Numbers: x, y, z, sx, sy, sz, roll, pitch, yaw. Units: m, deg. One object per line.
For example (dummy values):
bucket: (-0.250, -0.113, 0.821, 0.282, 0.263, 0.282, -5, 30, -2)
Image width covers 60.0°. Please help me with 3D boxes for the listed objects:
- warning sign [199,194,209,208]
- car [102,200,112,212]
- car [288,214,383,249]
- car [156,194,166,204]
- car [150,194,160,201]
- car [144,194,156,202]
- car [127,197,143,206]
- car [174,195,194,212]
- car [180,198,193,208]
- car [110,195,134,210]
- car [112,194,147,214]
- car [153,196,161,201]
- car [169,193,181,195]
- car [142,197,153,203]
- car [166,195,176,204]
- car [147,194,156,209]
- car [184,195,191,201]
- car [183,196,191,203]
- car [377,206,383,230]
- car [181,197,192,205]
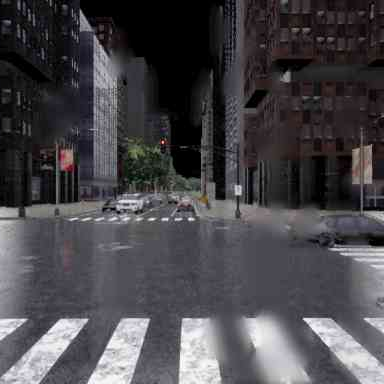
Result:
warning sign: (1.551, 1.131, 42.744, 1.300, 1.860, 1.060, 0, 0, -1)
car: (-9.250, 1.574, 38.974, 1.947, 1.339, 4.313, 0, 0, -1)
car: (6.956, 1.676, 14.311, 5.357, 1.411, 2.033, 1, 0, 7)
car: (-6.762, 1.419, 64.389, 2.097, 1.767, 4.553, 0, 0, 0)
car: (-9.715, 1.449, 87.806, 2.192, 1.841, 5.009, 0, 0, -1)
car: (-9.612, 1.417, 76.955, 2.192, 1.841, 5.009, 0, 0, -1)
car: (-9.403, 1.570, 55.081, 1.752, 1.417, 4.829, 0, 0, -1)
car: (-0.725, 1.448, 39.052, 1.967, 1.590, 4.097, 0, 0, -1)
car: (-0.828, 1.614, 49.901, 1.802, 1.307, 4.206, 0, 0, -1)
car: (-9.302, 1.335, 44.400, 2.192, 1.841, 5.009, 0, 0, -1)
car: (-6.553, 1.223, 35.613, 2.150, 2.045, 5.566, 0, 0, -1)
car: (-9.766, 1.695, 93.231, 1.887, 1.381, 4.507, 0, 0, -1)
car: (-3.829, 1.575, 75.426, 1.882, 1.535, 5.008, 0, 0, -1)
car: (-9.559, 1.668, 71.528, 1.802, 1.307, 4.206, 0, 0, -1)
car: (-3.631, 1.670, 65.206, 1.895, 1.301, 4.718, 0, 0, 0)
car: (-6.651, 1.380, 46.290, 2.097, 1.767, 4.553, 0, -1, 0)
car: (-1.190, 1.574, 87.875, 1.967, 1.590, 4.097, 0, 0, -1)
car: (-1.036, 1.612, 71.770, 1.752, 1.417, 4.829, 0, 0, -1)
car: (14.737, 1.724, 21.055, 4.902, 1.511, 2.128, 1, 0, 0)
car: (-0.931, 1.603, 60.751, 1.887, 1.381, 4.507, 0, 0, -1)
